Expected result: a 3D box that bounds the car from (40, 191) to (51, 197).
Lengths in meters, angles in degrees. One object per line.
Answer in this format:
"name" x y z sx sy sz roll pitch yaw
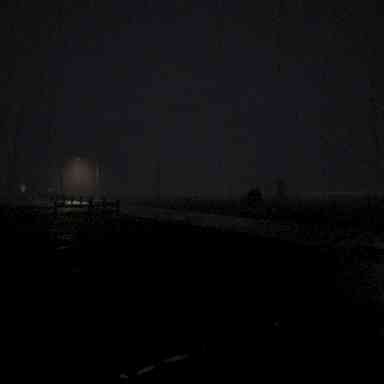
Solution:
"car" -35.714 0.424 81.054 1.837 1.490 4.892 -1 1 -35
